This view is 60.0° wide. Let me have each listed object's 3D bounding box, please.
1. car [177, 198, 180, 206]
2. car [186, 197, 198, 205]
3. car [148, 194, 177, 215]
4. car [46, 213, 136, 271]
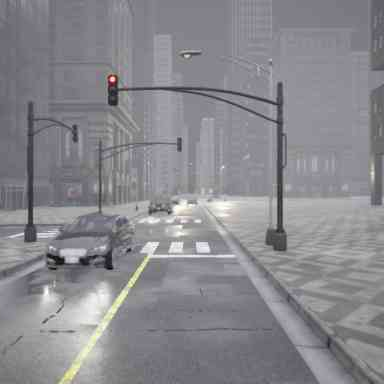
[{"bbox_3d":[-3.045,1.610,54.545,1.895,1.301,4.718,0,0,0],"label":"car"},{"bbox_3d":[0.026,1.559,57.639,2.033,1.411,5.357,0,0,0],"label":"car"},{"bbox_3d":[-3.088,1.220,33.718,2.150,2.045,5.566,0,0,1],"label":"car"},{"bbox_3d":[-3.099,1.491,11.036,2.128,1.511,4.902,0,0,0],"label":"car"}]
